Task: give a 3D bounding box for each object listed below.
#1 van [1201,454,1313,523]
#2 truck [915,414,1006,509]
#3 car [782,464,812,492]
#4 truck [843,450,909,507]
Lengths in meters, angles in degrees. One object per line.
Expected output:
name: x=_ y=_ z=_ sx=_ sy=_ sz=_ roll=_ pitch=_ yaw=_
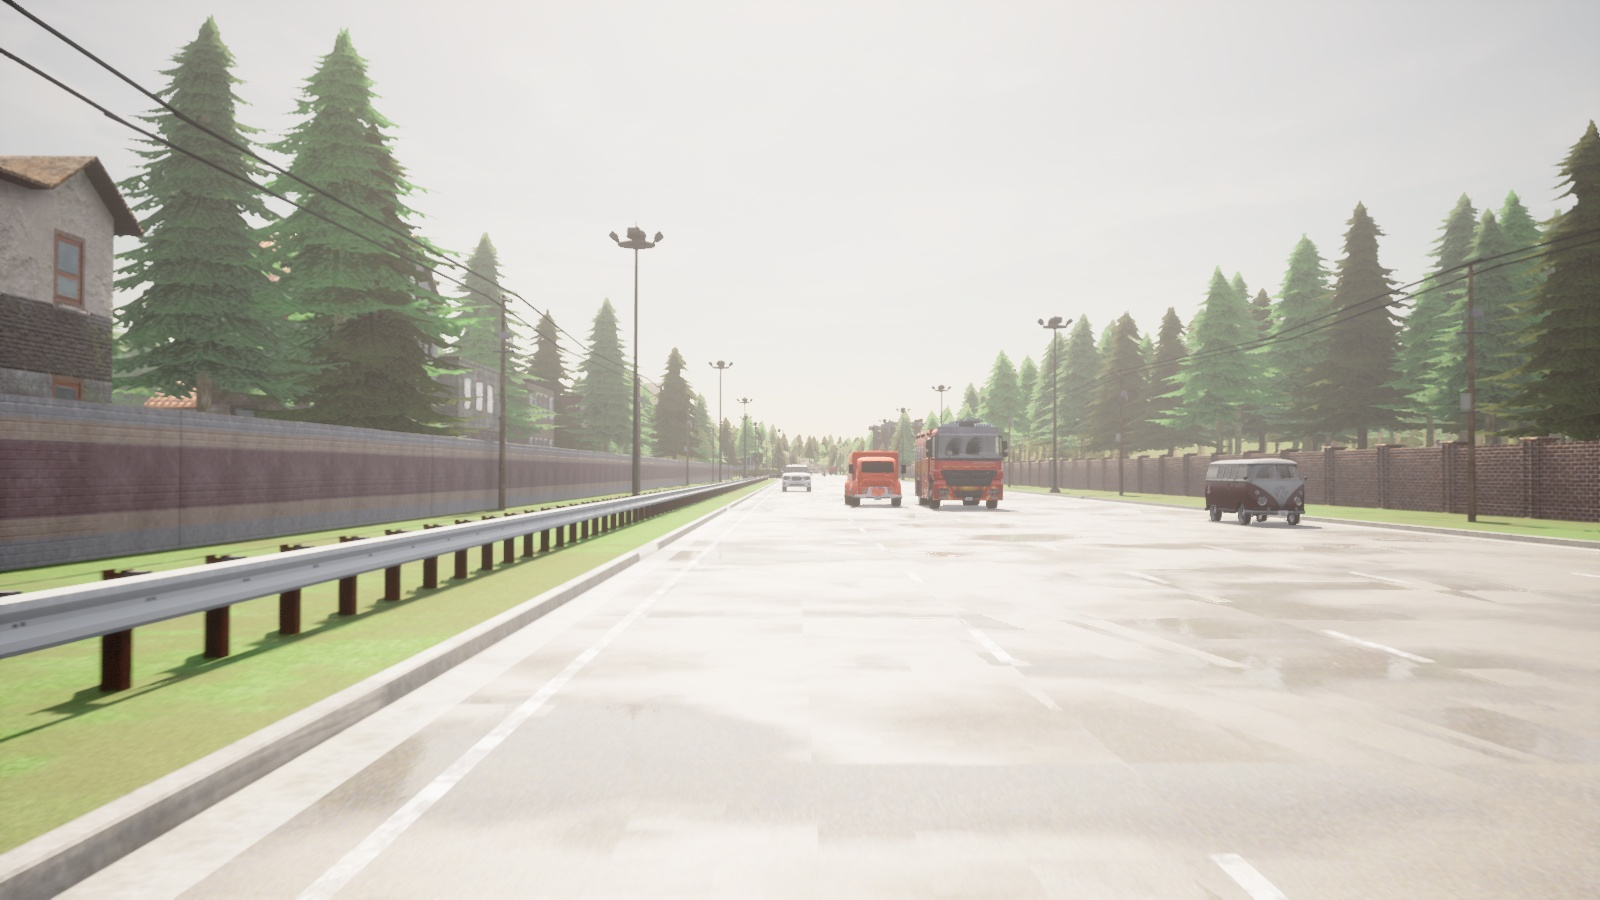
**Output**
van: x=13.907 y=1.156 z=38.475 sx=1.775 sy=1.987 sz=4.442 roll=0 pitch=-1 yaw=0
truck: x=6.864 y=0.542 z=54.953 sx=2.891 sy=3.827 sz=8.468 roll=0 pitch=-1 yaw=0
car: x=-0.230 y=2.130 z=95.299 sx=2.150 sy=2.045 sz=5.566 roll=0 pitch=-1 yaw=0
truck: x=3.362 y=1.264 z=56.747 sx=2.627 sy=2.467 sz=5.204 roll=0 pitch=-1 yaw=0
